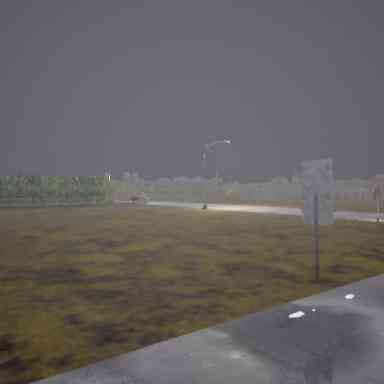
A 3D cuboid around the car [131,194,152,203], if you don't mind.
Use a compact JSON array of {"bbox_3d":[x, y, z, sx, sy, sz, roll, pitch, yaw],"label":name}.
[{"bbox_3d":[-8.704,1.021,57.047,2.128,1.511,4.902,-2,1,-35],"label":"car"}]
